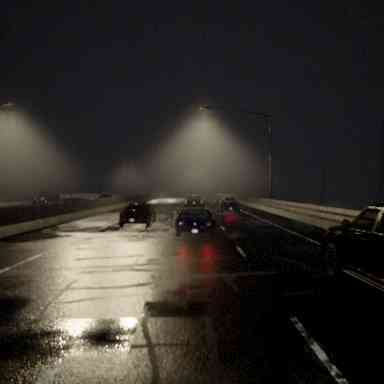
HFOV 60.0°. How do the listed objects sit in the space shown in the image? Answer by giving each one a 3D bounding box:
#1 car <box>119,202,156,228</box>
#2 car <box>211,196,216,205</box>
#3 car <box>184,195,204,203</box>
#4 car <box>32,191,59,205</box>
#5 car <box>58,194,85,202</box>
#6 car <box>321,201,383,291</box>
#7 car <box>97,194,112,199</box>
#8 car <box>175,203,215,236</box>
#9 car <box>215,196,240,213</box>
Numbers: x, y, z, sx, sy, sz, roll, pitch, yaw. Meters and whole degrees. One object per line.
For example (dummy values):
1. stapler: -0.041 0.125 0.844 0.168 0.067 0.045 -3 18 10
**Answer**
1. car: -3.345 1.375 20.876 1.812 1.442 4.674 0 0 0
2. car: 3.637 1.224 45.219 2.033 1.411 5.357 0 0 1
3. car: 0.194 1.099 35.277 2.097 1.767 4.553 0 0 0
4. car: -20.939 0.869 48.090 2.150 2.045 5.566 0 0 1
5. car: -17.437 1.241 49.016 1.895 1.301 4.718 0 0 1
6. car: 4.567 1.176 6.708 2.150 2.045 5.566 0 0 0
7. car: -13.918 1.115 53.195 1.837 1.490 4.892 0 1 1
8. car: 0.145 1.476 17.477 1.895 1.301 4.718 0 0 0
9. car: 3.665 1.267 33.561 1.837 1.490 4.892 0 1 0
